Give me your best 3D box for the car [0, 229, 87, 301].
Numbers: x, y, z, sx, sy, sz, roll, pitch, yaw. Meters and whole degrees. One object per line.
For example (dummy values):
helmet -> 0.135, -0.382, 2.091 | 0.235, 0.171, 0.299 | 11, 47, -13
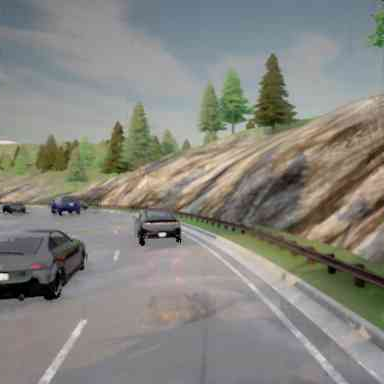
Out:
car -> -3.993, 1.631, 8.467 | 1.994, 1.385, 4.181 | -1, 0, -7

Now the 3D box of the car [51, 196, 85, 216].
car -> -13.927, 1.455, 36.560 | 2.150, 2.045, 5.566 | 0, 0, -34

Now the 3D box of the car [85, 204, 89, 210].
car -> -15.876, 1.866, 45.267 | 1.895, 1.301, 4.718 | -1, 0, -40

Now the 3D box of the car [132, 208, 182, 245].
car -> -1.747, 1.519, 15.809 | 2.128, 1.511, 4.902 | -1, 0, -13

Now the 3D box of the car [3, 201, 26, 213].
car -> -21.561, 1.856, 40.296 | 2.128, 1.511, 4.902 | -1, 0, -39
